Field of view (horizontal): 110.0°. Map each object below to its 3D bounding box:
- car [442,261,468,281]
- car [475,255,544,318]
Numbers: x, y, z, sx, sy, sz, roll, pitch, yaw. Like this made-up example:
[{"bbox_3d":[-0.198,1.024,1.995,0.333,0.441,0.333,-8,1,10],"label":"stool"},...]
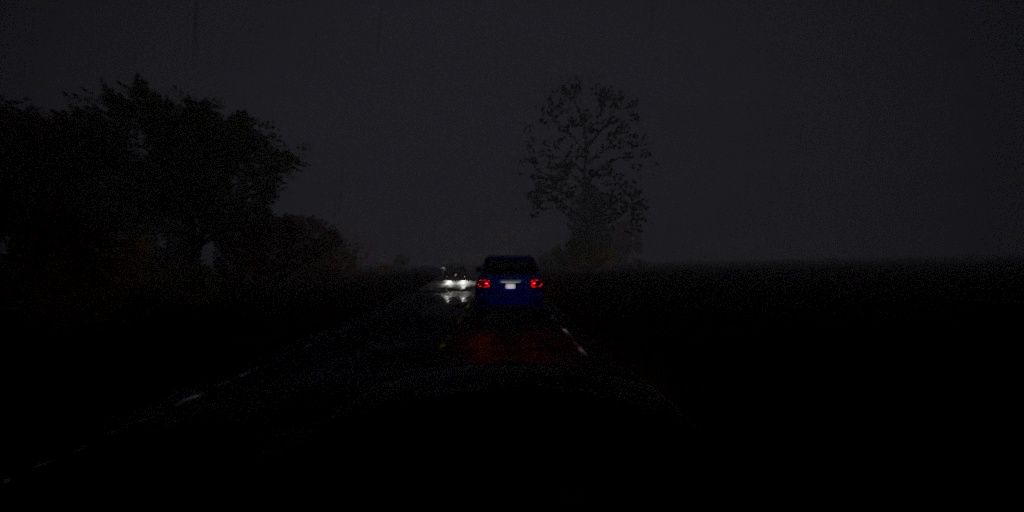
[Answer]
[{"bbox_3d":[-4.746,1.341,30.831,1.994,1.385,4.181,0,0,-7],"label":"car"},{"bbox_3d":[-0.148,0.974,13.085,2.150,2.045,5.566,0,0,-2],"label":"car"}]
